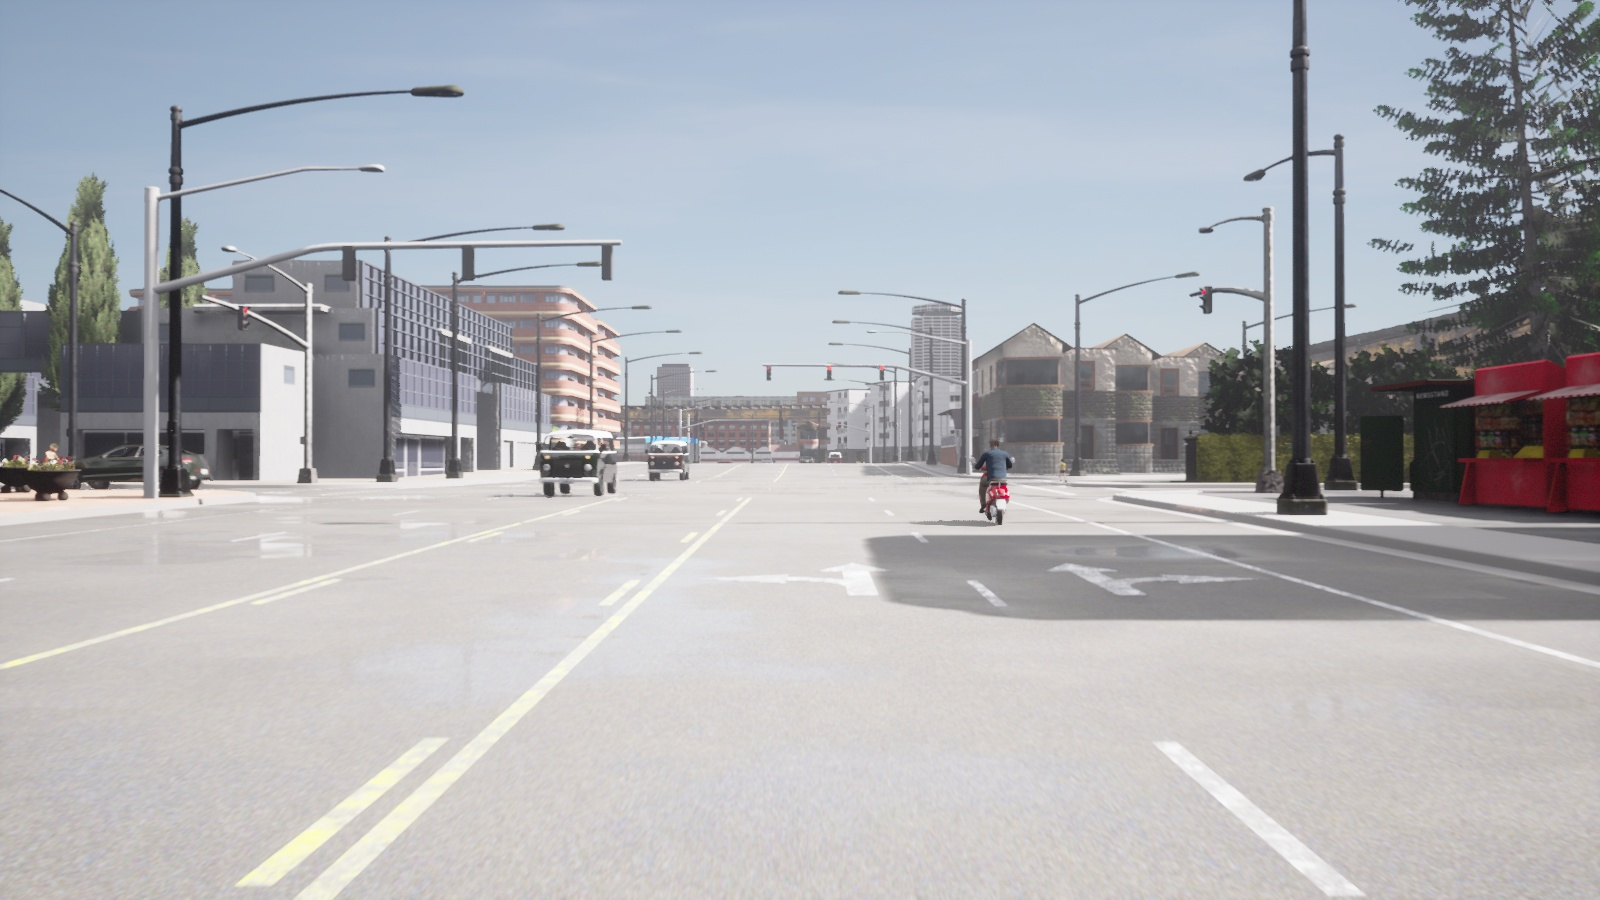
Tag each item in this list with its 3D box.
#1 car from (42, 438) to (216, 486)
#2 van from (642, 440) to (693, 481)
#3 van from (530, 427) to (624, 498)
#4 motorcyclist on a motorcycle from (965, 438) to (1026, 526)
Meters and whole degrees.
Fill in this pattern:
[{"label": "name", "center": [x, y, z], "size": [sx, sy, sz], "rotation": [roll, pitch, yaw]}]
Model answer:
[{"label": "car", "center": [-23.631, 0.427, 44.360], "size": [5.027, 1.651, 2.152], "rotation": [0, -1, 1]}, {"label": "van", "center": [-6.619, 0.519, 63.342], "size": [2.069, 2.038, 4.480], "rotation": [0, 0, 0]}, {"label": "van", "center": [-6.762, 0.366, 38.520], "size": [2.069, 2.038, 4.480], "rotation": [0, 0, 0]}, {"label": "motorcyclist on a motorcycle", "center": [3.652, 0.584, 23.621], "size": [0.866, 1.590, 1.817], "rotation": [0, 0, 0]}]
